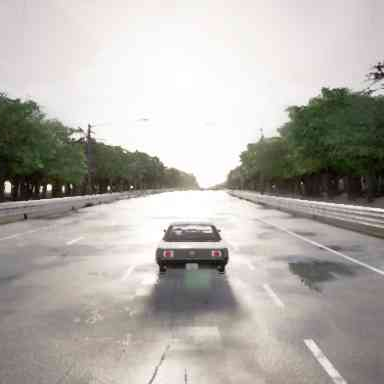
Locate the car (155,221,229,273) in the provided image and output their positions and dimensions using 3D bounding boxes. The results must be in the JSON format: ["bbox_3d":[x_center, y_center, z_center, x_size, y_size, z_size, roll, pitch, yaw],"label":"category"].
[{"bbox_3d":[0.004,1.572,10.570,1.895,1.301,4.718,0,0,0],"label":"car"}]
